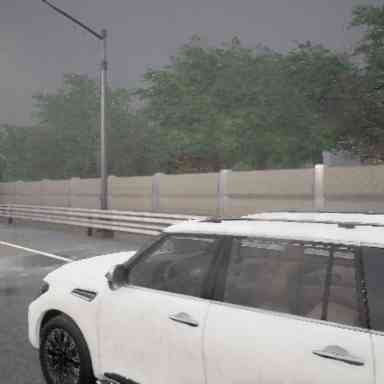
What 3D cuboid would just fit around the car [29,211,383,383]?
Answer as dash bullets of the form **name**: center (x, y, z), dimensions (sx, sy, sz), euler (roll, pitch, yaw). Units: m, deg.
- **car**: center (0.628, 1.222, 3.421), dimensions (5.566, 2.045, 2.150), euler (0, 0, 36)
